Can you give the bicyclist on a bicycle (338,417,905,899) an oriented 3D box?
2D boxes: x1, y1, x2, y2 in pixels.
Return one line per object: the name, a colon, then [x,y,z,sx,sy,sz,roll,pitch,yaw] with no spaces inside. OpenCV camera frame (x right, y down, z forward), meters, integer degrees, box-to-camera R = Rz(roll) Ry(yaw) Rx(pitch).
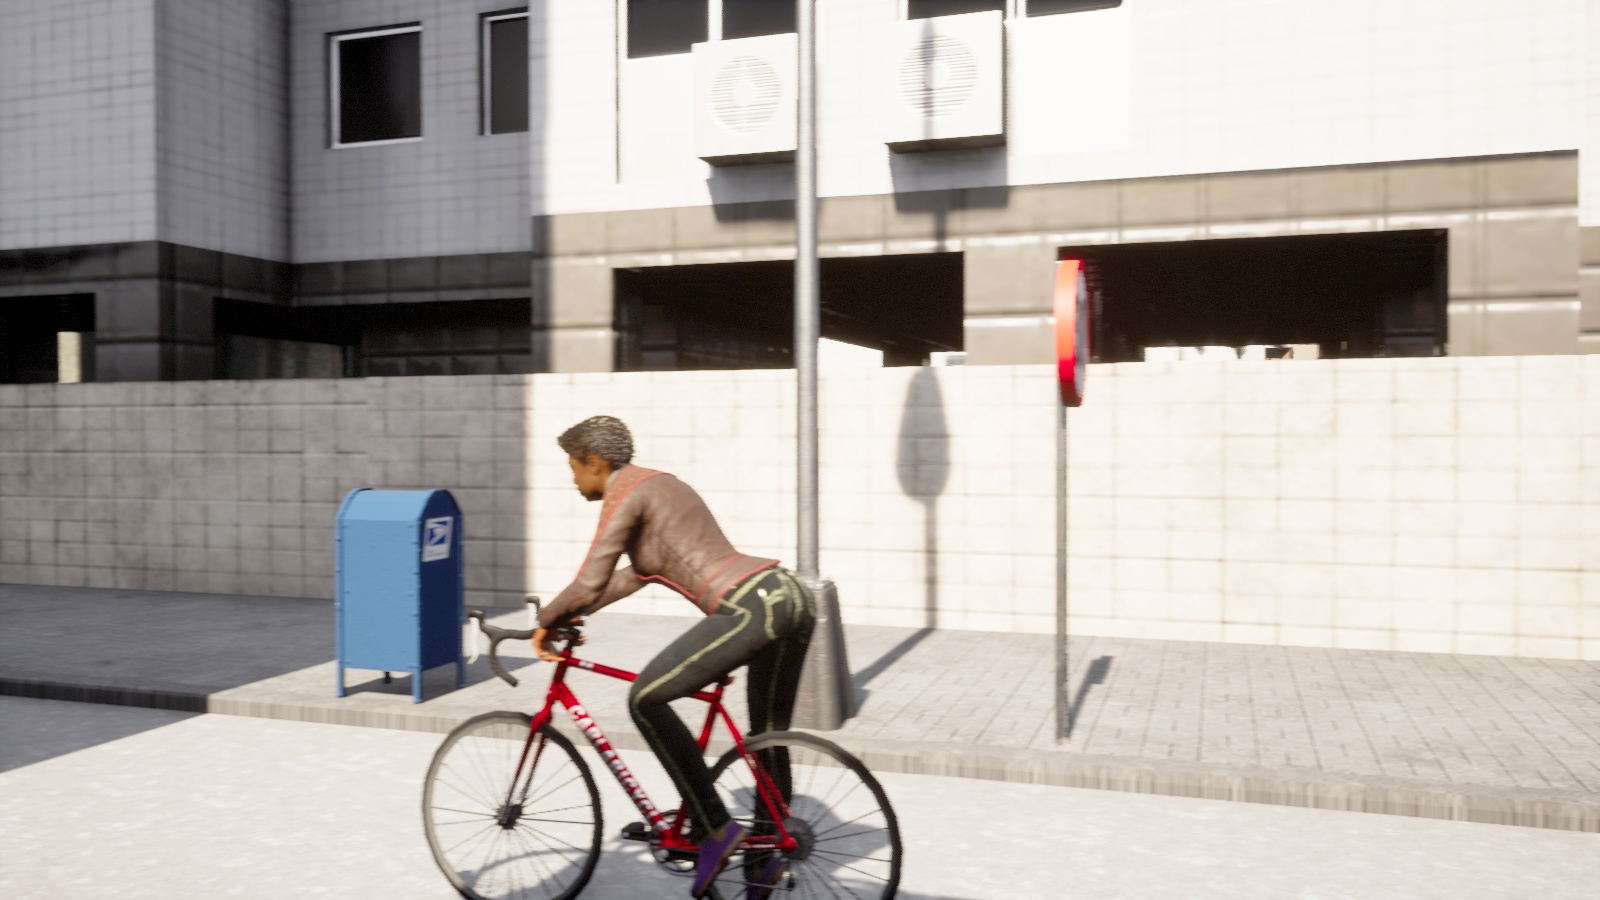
bicyclist on a bicycle: [-0.551,0.712,3.913,1.656,1.620,0.582,0,1,18]
